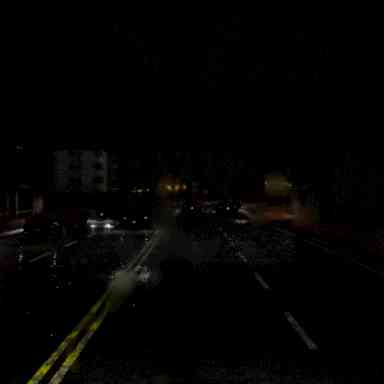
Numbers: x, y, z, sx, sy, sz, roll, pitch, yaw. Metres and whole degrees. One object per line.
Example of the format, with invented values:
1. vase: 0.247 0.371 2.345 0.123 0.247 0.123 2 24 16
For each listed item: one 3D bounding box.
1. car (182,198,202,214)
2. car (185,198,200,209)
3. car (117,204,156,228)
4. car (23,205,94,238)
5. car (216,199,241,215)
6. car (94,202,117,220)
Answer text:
1. car: 0.031 1.567 34.829 1.994 1.385 4.181 0 0 1
2. car: -0.017 1.567 45.993 1.994 1.385 4.181 0 0 -1
3. car: -3.495 1.548 22.420 1.812 1.442 4.674 0 0 0
4. car: -7.085 1.479 17.787 1.882 1.535 5.008 0 0 0
5. car: 3.531 1.568 34.355 1.994 1.385 4.181 0 0 0
6. car: -7.054 1.566 28.023 1.994 1.385 4.181 0 0 0
